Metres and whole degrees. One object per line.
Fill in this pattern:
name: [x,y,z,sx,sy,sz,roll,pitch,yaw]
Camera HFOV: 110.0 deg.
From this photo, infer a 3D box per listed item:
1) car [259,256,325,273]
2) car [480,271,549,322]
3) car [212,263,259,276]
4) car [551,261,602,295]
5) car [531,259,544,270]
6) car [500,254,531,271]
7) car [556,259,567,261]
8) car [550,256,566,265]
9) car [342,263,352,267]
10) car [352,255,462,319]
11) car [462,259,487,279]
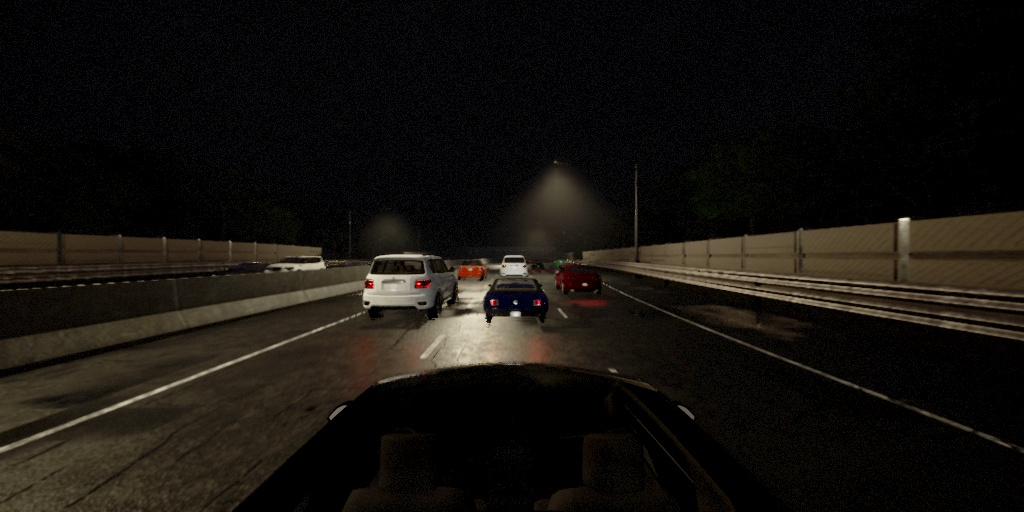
car: [-17.517,0.974,29.370,2.150,2.045,5.566,0,0,0]
car: [0.113,1.350,12.351,1.895,1.301,4.718,0,0,0]
car: [-21.023,1.296,28.635,2.033,1.411,5.357,0,0,0]
car: [3.534,1.228,19.778,1.882,1.535,5.008,0,0,0]
car: [3.787,1.317,54.509,1.812,1.442,4.674,0,0,1]
car: [0.185,0.975,30.369,2.150,2.045,5.566,0,0,0]
car: [7.067,1.376,46.388,1.895,1.301,4.718,0,0,2]
car: [7.303,1.018,56.174,2.150,2.045,5.566,0,0,1]
car: [-14.003,1.299,32.013,2.033,1.411,5.357,0,0,0]
car: [-3.386,0.971,12.944,2.150,2.045,5.566,0,0,0]
car: [-3.311,1.105,30.742,2.097,1.767,4.553,0,0,0]
